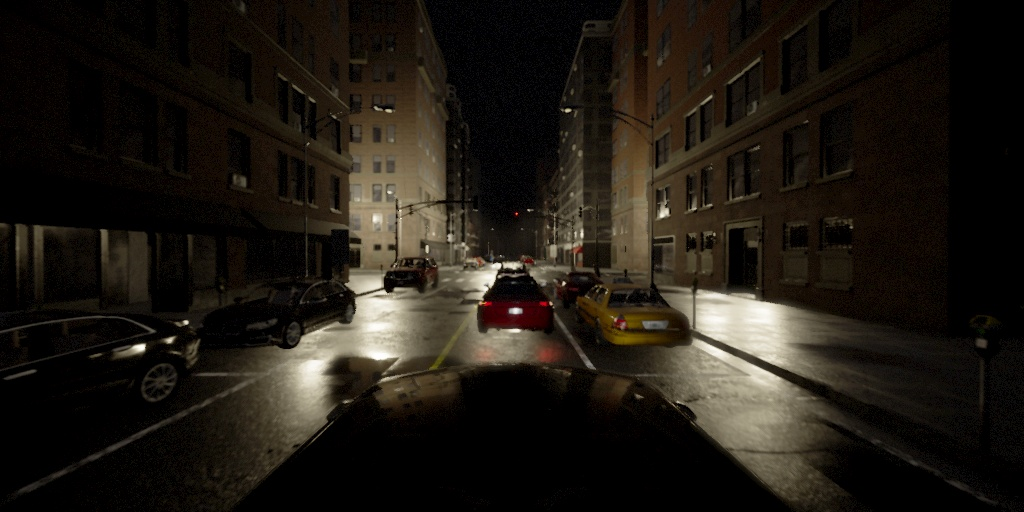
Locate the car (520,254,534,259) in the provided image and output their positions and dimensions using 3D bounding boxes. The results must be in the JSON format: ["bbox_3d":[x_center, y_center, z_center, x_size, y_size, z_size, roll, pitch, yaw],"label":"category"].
[{"bbox_3d":[2.842,0.762,62.442,1.967,1.591,4.097,0,0,0],"label":"car"}]

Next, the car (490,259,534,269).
[{"bbox_3d":[0.062,1.112,20.340,2.128,1.511,4.902,0,0,0],"label":"car"}]

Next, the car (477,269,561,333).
[{"bbox_3d":[0.096,1.253,10.472,1.994,1.385,4.181,0,0,0],"label":"car"}]

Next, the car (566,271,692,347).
[{"bbox_3d":[2.660,1.227,8.961,1.751,1.417,4.829,0,0,0],"label":"car"}]

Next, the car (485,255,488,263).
[{"bbox_3d":[-5.202,0.885,56.852,1.751,1.417,4.829,0,0,0],"label":"car"}]

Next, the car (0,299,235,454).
[{"bbox_3d":[-5.383,1.287,3.414,2.007,1.370,4.403,0,0,0],"label":"car"}]

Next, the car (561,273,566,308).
[{"bbox_3d":[2.678,1.246,14.203,1.802,1.307,4.207,0,0,0],"label":"car"}]

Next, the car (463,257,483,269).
[{"bbox_3d":[-5.239,0.988,46.114,2.007,1.370,4.403,0,0,0],"label":"car"}]

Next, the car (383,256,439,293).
[{"bbox_3d":[-5.328,0.938,19.652,2.192,1.841,5.009,0,0,0],"label":"car"}]

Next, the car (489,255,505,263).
[{"bbox_3d":[-2.573,0.908,64.268,1.895,1.301,4.718,0,0,1],"label":"car"}]

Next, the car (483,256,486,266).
[{"bbox_3d":[-5.220,0.944,51.569,1.888,1.381,4.507,0,0,0],"label":"car"}]

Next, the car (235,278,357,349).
[{"bbox_3d":[-5.365,1.249,8.827,2.007,1.370,4.403,0,0,0],"label":"car"}]
